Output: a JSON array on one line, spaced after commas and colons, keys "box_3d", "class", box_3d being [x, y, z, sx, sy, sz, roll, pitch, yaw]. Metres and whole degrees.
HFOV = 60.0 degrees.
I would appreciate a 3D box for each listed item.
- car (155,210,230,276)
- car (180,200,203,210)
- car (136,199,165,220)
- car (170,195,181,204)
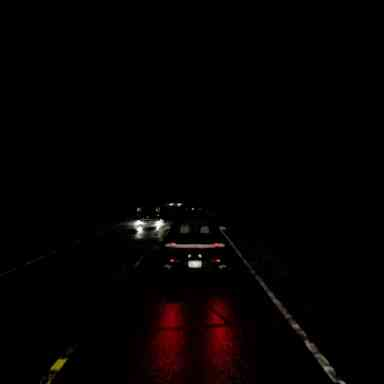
[{"box_3d": [0.084, 1.532, 10.467, 2.128, 1.511, 4.902, 0, 0, 0], "class": "car"}, {"box_3d": [0.102, 1.652, 33.593, 2.033, 1.411, 5.357, 0, 0, 0], "class": "car"}, {"box_3d": [-3.595, 1.446, 29.368, 2.097, 1.767, 4.553, 0, 0, 0], "class": "car"}, {"box_3d": [-3.495, 1.518, 70.467, 2.097, 1.767, 4.553, 0, 0, 0], "class": "car"}]
